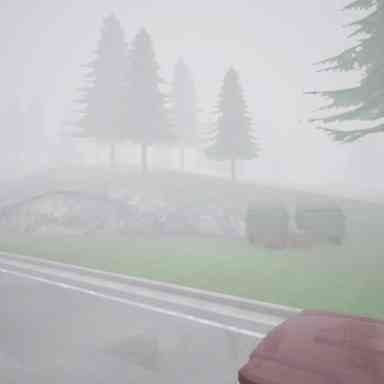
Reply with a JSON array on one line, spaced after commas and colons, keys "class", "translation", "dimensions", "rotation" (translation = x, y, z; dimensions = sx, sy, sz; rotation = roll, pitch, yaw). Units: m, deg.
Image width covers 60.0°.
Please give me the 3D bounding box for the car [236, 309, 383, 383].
[{"class": "car", "translation": [2.626, 1.588, 2.121], "dimensions": [4.718, 1.301, 1.895], "rotation": [-1, 0, 35]}]
